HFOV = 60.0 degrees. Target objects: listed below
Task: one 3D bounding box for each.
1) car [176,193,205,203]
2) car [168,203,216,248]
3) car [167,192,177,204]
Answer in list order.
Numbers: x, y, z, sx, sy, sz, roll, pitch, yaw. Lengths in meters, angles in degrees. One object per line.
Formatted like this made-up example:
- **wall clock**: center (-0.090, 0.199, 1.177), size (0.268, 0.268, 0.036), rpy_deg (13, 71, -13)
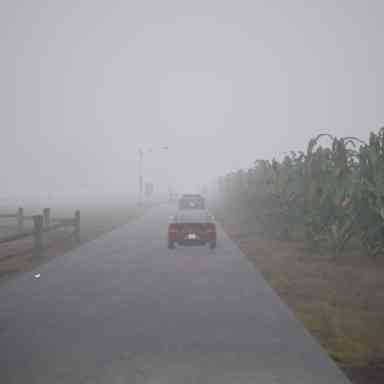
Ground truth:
- **car**: center (0.001, 1.153, 29.680), size (2.150, 2.045, 5.566), rpy_deg (0, 1, 0)
- **car**: center (0.001, 1.470, 14.657), size (1.882, 1.535, 5.008), rpy_deg (0, 0, 0)
- **car**: center (-2.749, 0.882, 51.669), size (2.097, 1.767, 4.553), rpy_deg (0, 2, 0)
